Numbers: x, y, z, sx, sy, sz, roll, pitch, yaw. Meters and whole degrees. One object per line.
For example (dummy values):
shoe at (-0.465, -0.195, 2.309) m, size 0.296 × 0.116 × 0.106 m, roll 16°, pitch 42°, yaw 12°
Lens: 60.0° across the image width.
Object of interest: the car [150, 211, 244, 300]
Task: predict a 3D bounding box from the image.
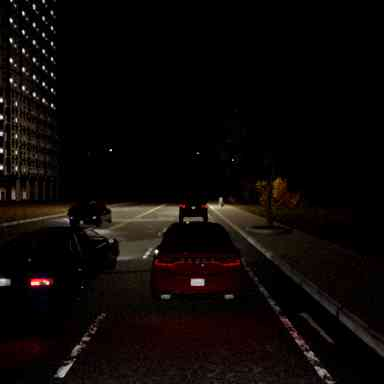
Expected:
car at (0.102, 1.477, 8.458) m, size 1.882 × 1.535 × 5.008 m, roll 0°, pitch 0°, yaw 0°

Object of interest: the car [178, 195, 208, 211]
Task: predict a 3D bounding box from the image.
car at (0.104, 1.219, 26.537) m, size 2.150 × 2.045 × 5.566 m, roll 0°, pitch 0°, yaw 0°

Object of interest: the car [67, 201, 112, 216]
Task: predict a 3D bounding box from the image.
car at (-6.582, 1.523, 22.147) m, size 1.812 × 1.442 × 4.674 m, roll 0°, pitch 0°, yaw 0°

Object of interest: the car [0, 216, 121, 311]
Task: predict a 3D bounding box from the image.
car at (-3.148, 1.547, 8.033) m, size 2.033 × 1.411 × 5.357 m, roll 0°, pitch 0°, yaw 0°

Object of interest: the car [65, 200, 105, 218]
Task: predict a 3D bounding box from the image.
car at (-9.842, 1.544, 31.010) m, size 2.033 × 1.411 × 5.357 m, roll 0°, pitch 0°, yaw 0°
